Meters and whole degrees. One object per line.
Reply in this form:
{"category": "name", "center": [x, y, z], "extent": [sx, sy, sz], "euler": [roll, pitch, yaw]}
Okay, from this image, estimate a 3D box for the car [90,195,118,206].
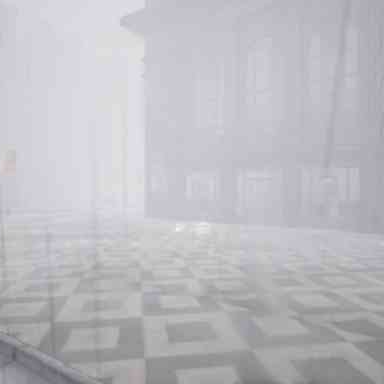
{"category": "car", "center": [-13.978, 1.338, 52.796], "extent": [2.097, 1.767, 4.553], "euler": [0, 0, 36]}
